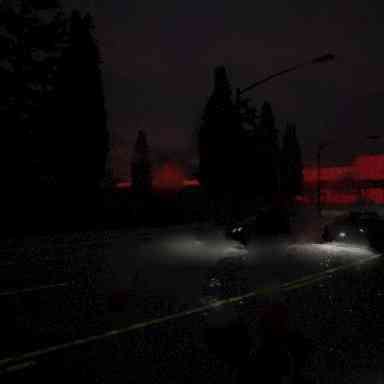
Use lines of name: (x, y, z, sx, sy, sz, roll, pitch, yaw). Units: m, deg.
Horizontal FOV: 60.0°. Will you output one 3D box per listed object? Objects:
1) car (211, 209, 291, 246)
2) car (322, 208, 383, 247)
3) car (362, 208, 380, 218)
car: (2.940, 1.556, 15.736, 4.674, 1.442, 1.812, 1, 0, -43)
car: (7.773, 1.641, 15.509, 1.994, 1.385, 4.181, 0, -1, 45)
car: (27.363, 3.158, 50.966, 1.895, 1.301, 4.718, 1, -2, 21)
